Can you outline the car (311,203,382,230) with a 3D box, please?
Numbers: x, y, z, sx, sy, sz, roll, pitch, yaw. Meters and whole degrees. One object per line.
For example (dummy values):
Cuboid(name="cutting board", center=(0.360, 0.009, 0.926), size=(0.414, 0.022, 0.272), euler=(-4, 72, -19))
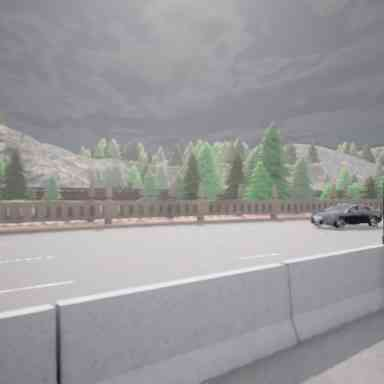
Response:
Cuboid(name="car", center=(9.791, 1.472, 21.064), size=(4.902, 1.511, 2.128), euler=(0, 0, -23))
